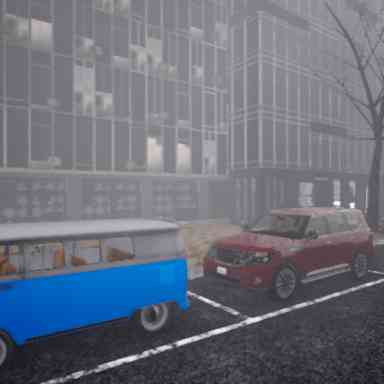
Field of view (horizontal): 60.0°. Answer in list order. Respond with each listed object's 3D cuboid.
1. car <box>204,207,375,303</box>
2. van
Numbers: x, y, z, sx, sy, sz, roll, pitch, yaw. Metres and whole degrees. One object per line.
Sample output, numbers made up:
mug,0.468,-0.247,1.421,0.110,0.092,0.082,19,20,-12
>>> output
car,2.677,1.349,8.485,5.009,1.841,2.192,0,-1,-36
van,-1.957,1.350,5.171,3.998,1.788,1.690,0,-1,-36
